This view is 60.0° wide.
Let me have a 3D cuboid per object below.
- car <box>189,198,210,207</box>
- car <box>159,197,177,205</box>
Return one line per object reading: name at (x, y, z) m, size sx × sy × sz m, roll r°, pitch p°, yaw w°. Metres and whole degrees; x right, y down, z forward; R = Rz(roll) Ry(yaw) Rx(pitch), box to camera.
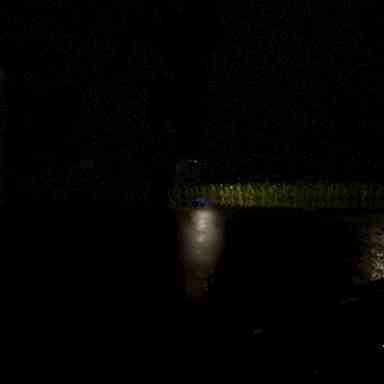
car at (1.265, 1.852, 58.915) m, size 1.812 × 1.442 × 4.674 m, roll -1°, pitch 0°, yaw -36°
car at (-4.813, 1.871, 67.109) m, size 1.837 × 1.490 × 4.892 m, roll -1°, pitch 0°, yaw -36°
